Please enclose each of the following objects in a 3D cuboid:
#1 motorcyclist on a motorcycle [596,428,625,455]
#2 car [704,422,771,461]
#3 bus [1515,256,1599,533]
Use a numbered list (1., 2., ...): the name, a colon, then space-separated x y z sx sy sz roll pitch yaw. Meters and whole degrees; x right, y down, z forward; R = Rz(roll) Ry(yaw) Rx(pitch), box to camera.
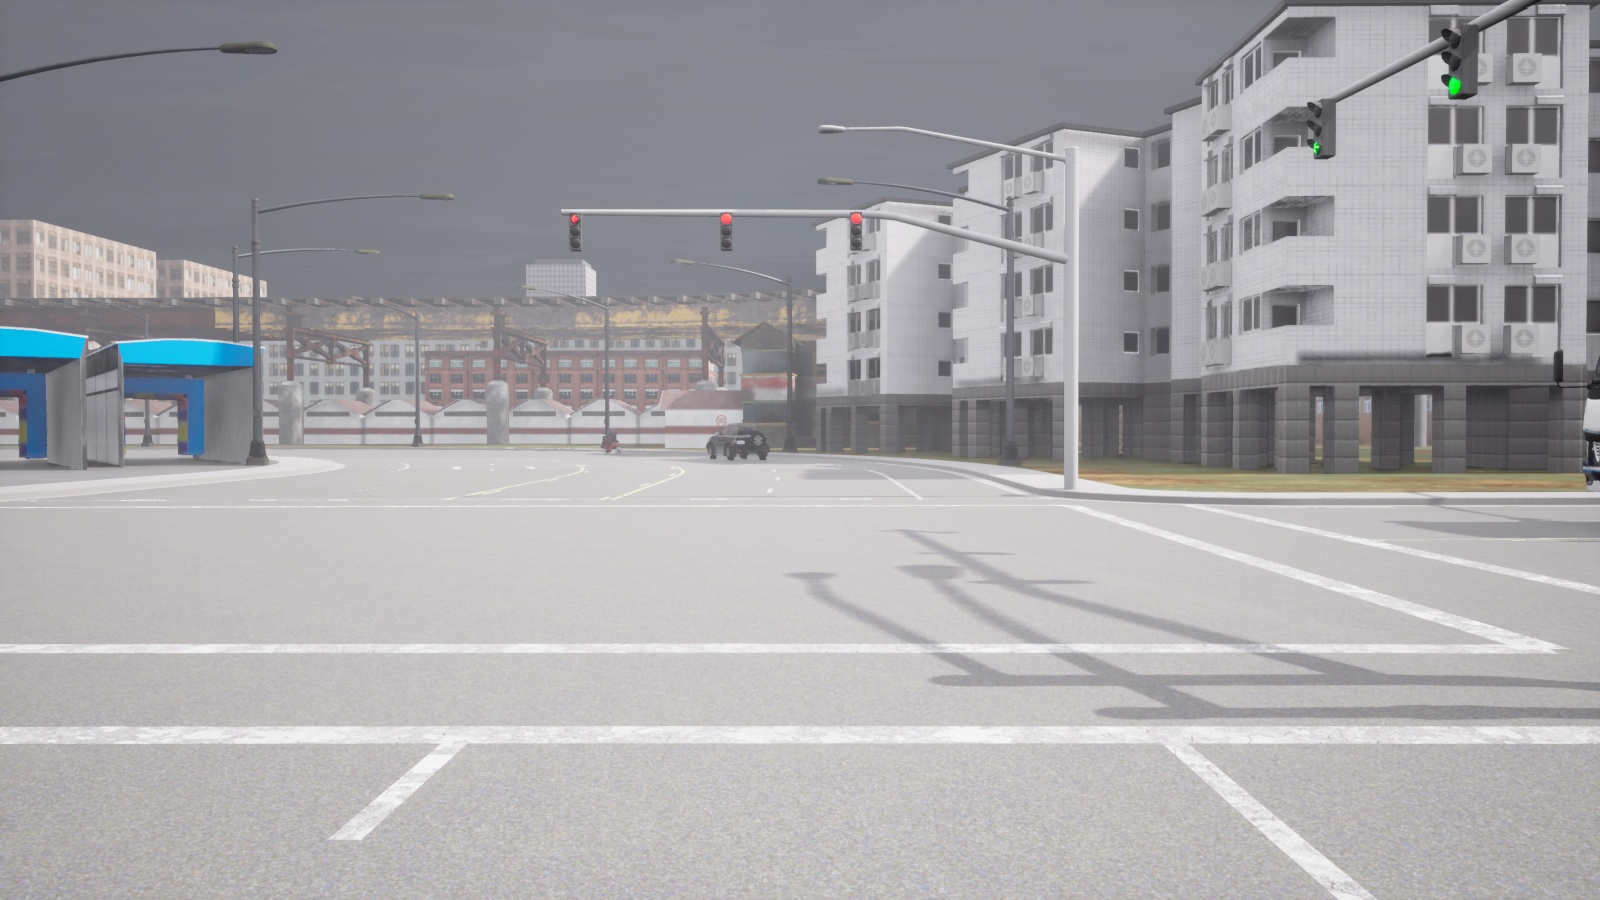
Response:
1. motorcyclist on a motorcycle: -11.380 -0.535 75.490 0.866 1.590 1.817 -2 2 -39
2. car: -3.130 -0.428 61.942 1.932 1.855 4.605 0 1 -21
3. bus: 17.421 -0.860 19.572 10.273 4.253 3.944 0 1 -1
